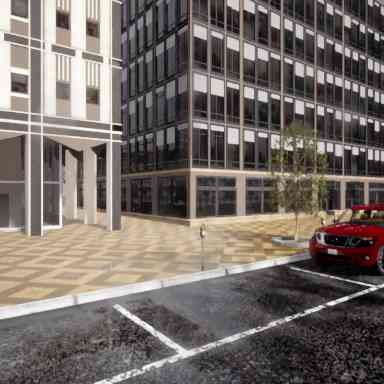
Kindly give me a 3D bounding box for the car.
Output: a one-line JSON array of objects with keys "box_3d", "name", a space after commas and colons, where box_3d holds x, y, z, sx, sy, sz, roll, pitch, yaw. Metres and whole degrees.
[{"box_3d": [5.874, 1.314, 10.582, 5.009, 1.841, 2.192, 0, 0, -36], "name": "car"}]
